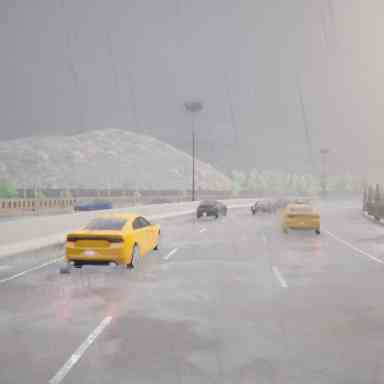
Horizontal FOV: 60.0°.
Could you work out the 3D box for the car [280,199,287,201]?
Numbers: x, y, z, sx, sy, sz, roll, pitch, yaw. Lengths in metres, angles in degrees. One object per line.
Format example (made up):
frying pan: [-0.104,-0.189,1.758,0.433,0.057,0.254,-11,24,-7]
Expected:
car: [11.913,1.562,42.896,1.994,1.385,4.181,0,0,29]

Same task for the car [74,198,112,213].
car: [-10.685,1.477,36.106,1.882,1.535,5.008,0,0,21]

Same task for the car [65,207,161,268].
car: [-2.401,1.477,11.360,1.882,1.535,5.008,0,0,8]

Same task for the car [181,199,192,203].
car: [-0.497,1.600,42.293,1.895,1.301,4.718,0,0,26]

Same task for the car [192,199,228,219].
car: [1.824,1.504,29.001,1.837,1.490,4.892,0,0,19]

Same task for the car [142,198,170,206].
car: [-4.457,1.504,41.964,1.837,1.490,4.892,0,0,25]

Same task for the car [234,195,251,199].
car: [10.791,1.484,71.317,1.837,1.490,4.892,0,0,41]

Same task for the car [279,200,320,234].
car: [6.261,1.477,19.464,1.882,1.535,5.008,0,0,14]

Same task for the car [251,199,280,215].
car: [7.409,1.600,33.790,1.895,1.301,4.718,0,0,23]
